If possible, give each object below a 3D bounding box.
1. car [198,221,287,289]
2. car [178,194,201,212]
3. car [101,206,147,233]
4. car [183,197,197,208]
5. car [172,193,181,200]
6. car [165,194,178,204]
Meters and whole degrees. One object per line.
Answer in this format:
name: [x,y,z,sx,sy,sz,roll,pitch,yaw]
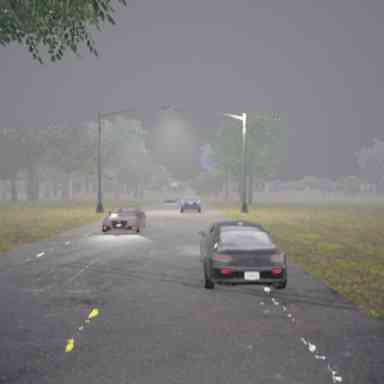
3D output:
car: [1.178,1.489,8.900,1.812,1.442,4.674,0,0,0]
car: [-0.126,1.234,36.254,2.097,1.767,4.553,0,0,0]
car: [-3.699,1.492,18.813,1.994,1.385,4.181,0,0,0]
car: [-0.242,1.423,47.028,1.994,1.385,4.181,0,0,1]
car: [-3.949,1.176,83.555,2.097,1.767,4.553,0,0,0]
car: [-3.888,1.399,60.794,1.994,1.385,4.181,0,0,0]
